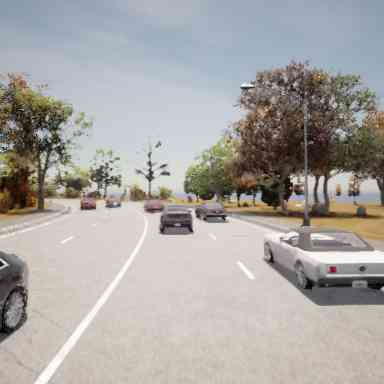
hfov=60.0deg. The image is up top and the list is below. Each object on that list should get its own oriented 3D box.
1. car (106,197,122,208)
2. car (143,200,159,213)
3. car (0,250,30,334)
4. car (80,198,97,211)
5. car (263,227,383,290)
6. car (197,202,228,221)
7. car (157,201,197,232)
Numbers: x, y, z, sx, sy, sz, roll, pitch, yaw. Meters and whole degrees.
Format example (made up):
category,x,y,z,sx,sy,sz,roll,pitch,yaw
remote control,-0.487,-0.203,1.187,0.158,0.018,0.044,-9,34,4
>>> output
category,x,y,z,sx,sy,sz,roll,pitch,yaw
car,-11.156,1.503,47.245,2.128,1.511,4.902,0,0,-20
car,-4.432,1.575,38.103,1.994,1.385,4.181,0,0,-14
car,-3.715,1.510,3.937,1.837,1.490,4.892,0,0,-1
car,-13.107,1.484,42.171,1.882,1.535,5.008,0,0,-18
car,3.352,1.599,9.032,1.895,1.301,4.718,0,0,-2
car,1.483,1.554,27.603,2.033,1.411,5.357,0,0,-10
car,-1.046,1.510,20.224,1.837,1.490,4.892,0,0,-6
